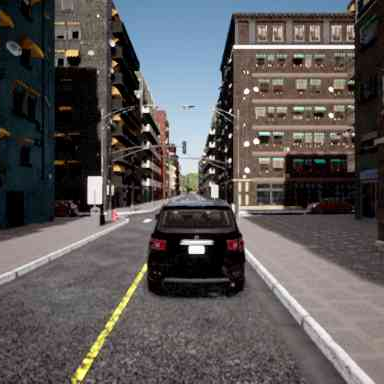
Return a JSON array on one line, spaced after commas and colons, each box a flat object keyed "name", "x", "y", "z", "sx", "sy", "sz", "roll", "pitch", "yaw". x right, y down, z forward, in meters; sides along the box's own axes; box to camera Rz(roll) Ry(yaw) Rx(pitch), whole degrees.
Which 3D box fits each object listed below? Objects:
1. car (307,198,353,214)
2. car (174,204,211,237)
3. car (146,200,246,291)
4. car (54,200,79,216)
[{"name": "car", "x": 13.560, "y": 1.302, "z": 32.956, "sx": 4.097, "sy": 1.590, "sz": 1.967, "roll": -1, "pitch": 0, "yaw": 0}, {"name": "car", "x": -0.005, "y": 1.500, "z": 19.087, "sx": 1.837, "sy": 1.490, "sz": 4.892, "roll": 0, "pitch": 0, "yaw": -1}, {"name": "car", "x": 0.096, "y": 1.218, "z": 9.152, "sx": 2.150, "sy": 2.045, "sz": 5.566, "roll": 0, "pitch": 0, "yaw": 0}, {"name": "car", "x": -13.544, "y": 1.561, "z": 33.035, "sx": 4.097, "sy": 1.590, "sz": 1.967, "roll": -1, "pitch": 0, "yaw": 0}]
